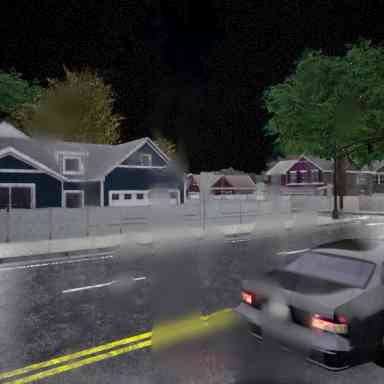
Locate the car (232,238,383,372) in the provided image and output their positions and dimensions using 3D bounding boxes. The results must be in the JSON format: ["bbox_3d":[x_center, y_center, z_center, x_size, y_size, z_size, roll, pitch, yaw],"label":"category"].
[{"bbox_3d":[3.143,1.539,5.709,5.357,1.411,2.033,0,0,-36],"label":"car"}]
